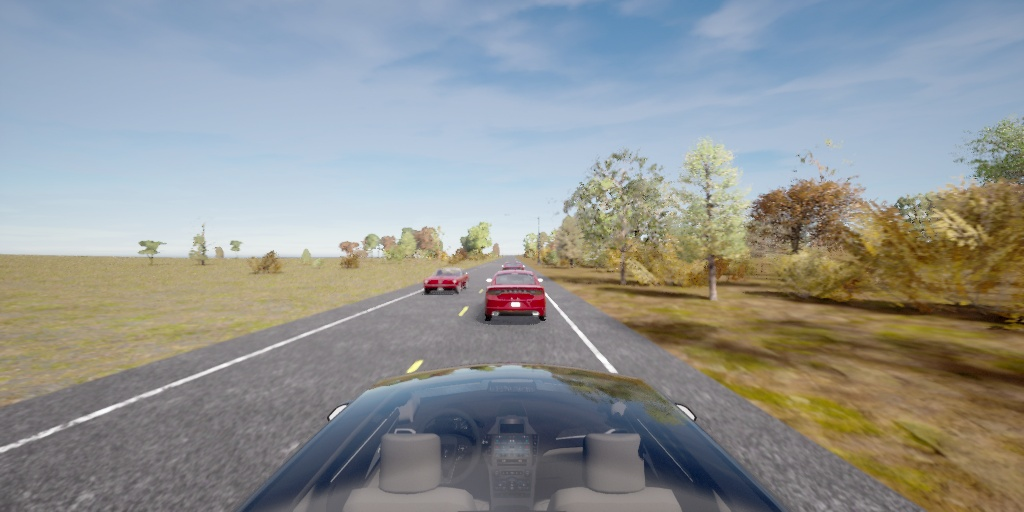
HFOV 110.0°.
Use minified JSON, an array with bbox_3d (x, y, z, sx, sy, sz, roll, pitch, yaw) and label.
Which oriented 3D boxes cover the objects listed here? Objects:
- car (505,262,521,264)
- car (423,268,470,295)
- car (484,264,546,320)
[{"bbox_3d":[0.103,1.220,31.052,1.882,1.535,5.008,0,0,0],"label":"car"},{"bbox_3d":[-3.568,1.350,20.103,1.895,1.301,4.718,0,0,0],"label":"car"},{"bbox_3d":[0.102,1.228,12.679,1.882,1.535,5.008,0,0,0],"label":"car"}]
